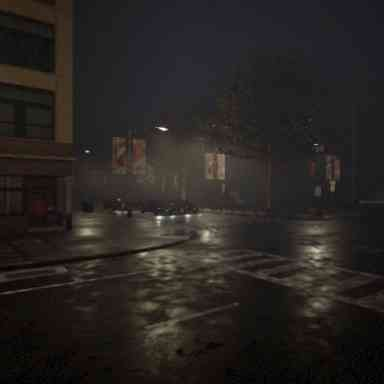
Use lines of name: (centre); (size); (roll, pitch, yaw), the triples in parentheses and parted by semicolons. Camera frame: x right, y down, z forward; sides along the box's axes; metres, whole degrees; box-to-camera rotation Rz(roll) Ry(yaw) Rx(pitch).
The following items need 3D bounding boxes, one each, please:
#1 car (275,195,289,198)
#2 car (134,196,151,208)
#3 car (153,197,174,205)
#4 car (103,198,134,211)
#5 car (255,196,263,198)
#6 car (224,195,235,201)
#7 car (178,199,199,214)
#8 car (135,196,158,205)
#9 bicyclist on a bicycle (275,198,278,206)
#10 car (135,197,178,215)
car: (18.230, 1.351, 69.226); (2.002, 1.452, 4.674); (0, 0, -36)
car: (-7.012, 1.612, 44.362); (1.895, 1.301, 4.718); (0, 0, -35)
car: (-5.395, 1.582, 61.884); (1.994, 1.385, 4.181); (0, 0, -36)
car: (-9.720, 1.501, 42.134); (2.128, 1.511, 4.902); (0, 0, -35)
car: (17.382, 1.498, 83.157); (1.895, 1.301, 4.718); (0, 0, -36)
car: (7.741, 1.442, 76.692); (2.161, 1.482, 4.786); (0, 0, -36)
car: (-1.160, 1.516, 36.212); (1.837, 1.490, 4.892); (0, 0, -36)
car: (-8.232, 1.493, 59.836); (1.882, 1.535, 5.008); (0, 0, -36)
bicyclist on a bicycle: (12.477, 1.323, 50.596); (1.656, 1.620, 0.582); (0, 0, -36)
car: (-3.726, 1.535, 33.777); (1.812, 1.442, 4.674); (0, 0, -35)
